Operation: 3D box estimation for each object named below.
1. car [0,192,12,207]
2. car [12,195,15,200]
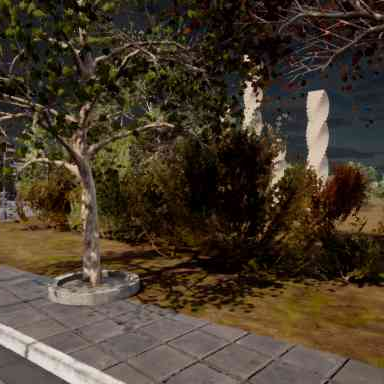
[{"bbox_3d":[-25.125,1.111,42.572,2.033,1.411,5.357,1,1,-39],"label":"car"},{"bbox_3d":[-32.304,0.844,57.712,1.837,1.490,4.892,3,-1,-2],"label":"car"}]
